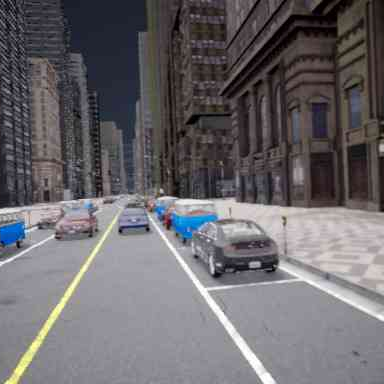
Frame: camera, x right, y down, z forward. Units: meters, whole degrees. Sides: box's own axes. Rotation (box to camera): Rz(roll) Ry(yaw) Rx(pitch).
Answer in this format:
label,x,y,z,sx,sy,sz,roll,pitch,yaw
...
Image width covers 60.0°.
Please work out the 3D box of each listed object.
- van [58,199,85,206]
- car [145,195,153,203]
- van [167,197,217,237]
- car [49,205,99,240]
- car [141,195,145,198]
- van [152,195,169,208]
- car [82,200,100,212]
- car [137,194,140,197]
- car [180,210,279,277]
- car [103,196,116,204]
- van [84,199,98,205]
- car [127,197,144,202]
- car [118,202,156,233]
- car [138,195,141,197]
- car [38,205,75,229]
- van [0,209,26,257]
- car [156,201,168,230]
label,x,y,z,sx,sy,sz,roll,pitch,yaw
van,-11.338,1.731,30.663,1.690,1.788,3.998,-3,0,-10
car,-3.955,1.449,37.765,1.967,1.590,4.097,-3,0,-10
van,0.047,1.263,15.412,1.690,1.788,3.998,-3,0,-10
car,-6.408,1.737,18.864,1.812,1.442,4.674,-3,0,-10
car,-5.965,1.369,48.942,2.192,1.841,5.009,-3,0,-10
van,-1.957,1.306,26.588,1.690,1.788,3.998,-3,0,-10
car,-14.305,1.981,47.261,1.752,1.417,4.829,-3,0,-10
car,-12.704,1.763,86.597,2.008,1.369,4.403,-3,0,-10
car,1.060,1.452,9.824,2.008,1.369,4.403,-3,0,-10
car,-20.100,1.906,79.530,2.192,1.841,5.009,-3,0,-10
van,-13.342,1.775,41.839,1.690,1.788,3.998,-3,0,-10
car,-6.817,1.645,38.509,1.837,1.490,4.892,-3,0,-10
car,-3.614,1.618,20.699,2.033,1.411,5.357,-3,0,-10
car,-10.713,1.715,75.493,2.008,1.369,4.403,-3,0,-10
car,-10.325,1.950,25.076,1.802,1.307,4.206,-3,0,-10
van,-8.333,1.666,13.898,1.690,1.788,3.998,-3,0,-10
car,-0.945,1.488,21.001,1.887,1.381,4.507,-3,0,-10
